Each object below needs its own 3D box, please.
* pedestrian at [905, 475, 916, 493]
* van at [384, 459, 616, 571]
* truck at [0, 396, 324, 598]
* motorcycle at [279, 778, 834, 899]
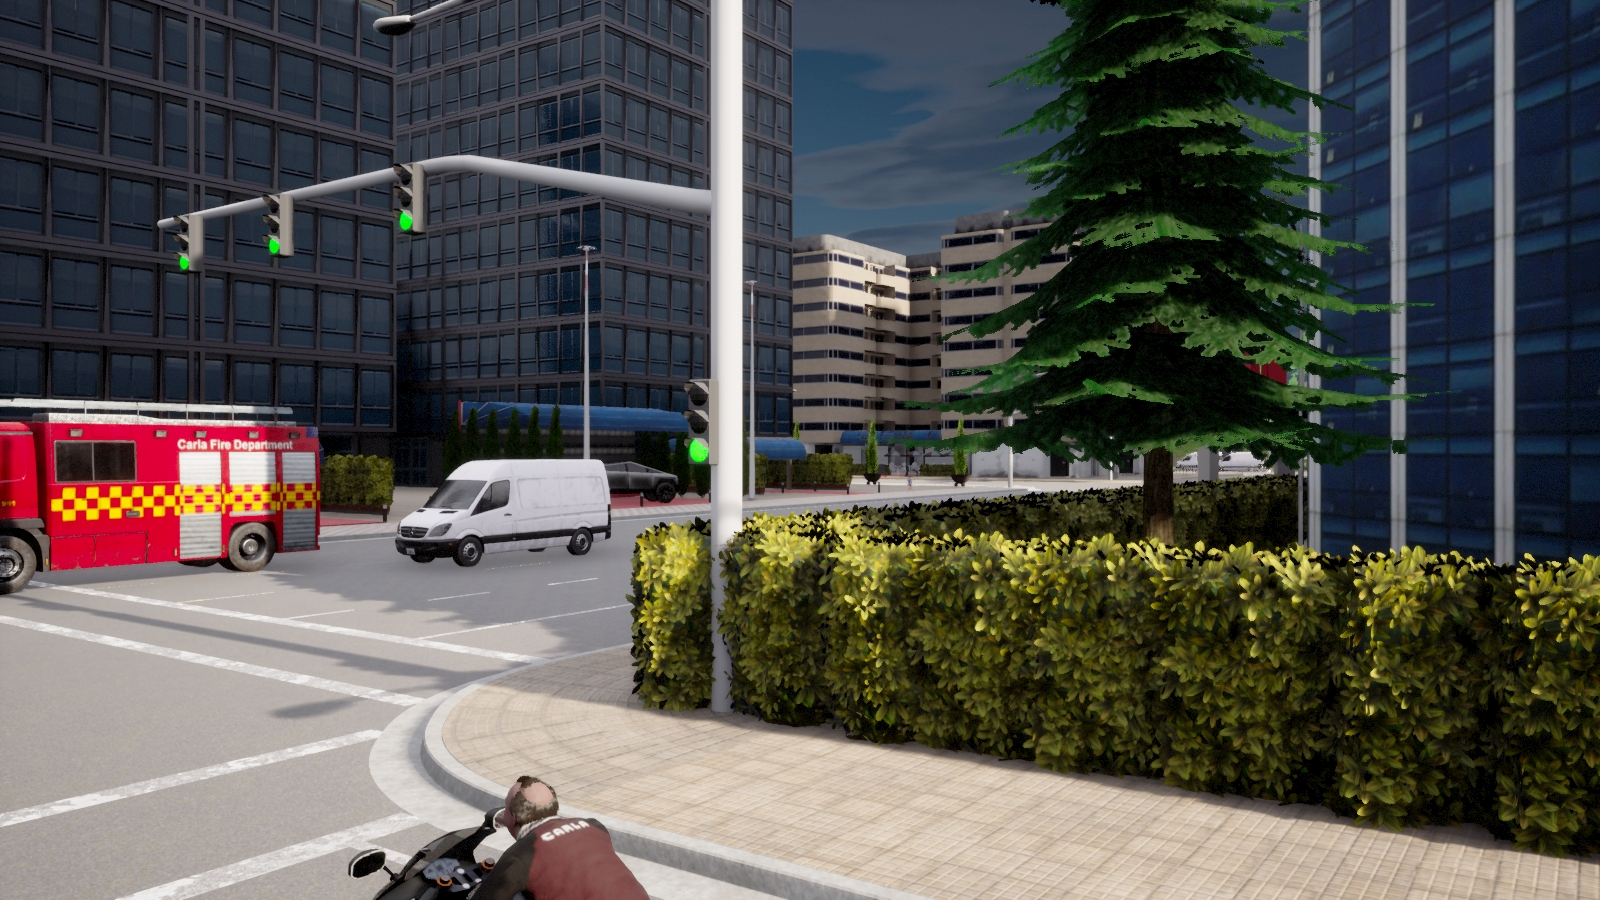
[{"bbox_3d":[6.801,2.074,70.604,0.500,1.100,0.500,0,0,33],"label":"pedestrian"},{"bbox_3d":[-7.573,1.533,29.577,1.988,2.561,5.915,0,0,35],"label":"van"},{"bbox_3d":[-14.959,0.889,24.598,2.891,3.827,8.468,0,0,34],"label":"truck"},{"bbox_3d":[-1.027,2.205,4.504,2.209,1.251,0.867,0,0,35],"label":"motorcycle"}]
